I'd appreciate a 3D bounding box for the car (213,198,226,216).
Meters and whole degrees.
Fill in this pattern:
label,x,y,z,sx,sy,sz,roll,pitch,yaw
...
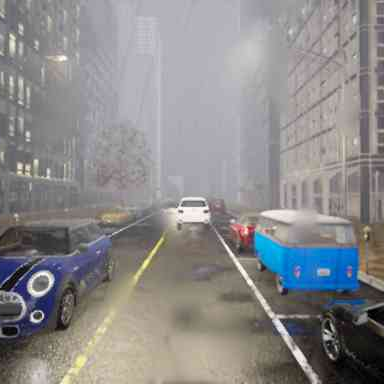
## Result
label,x,y,z,sx,sy,sz,roll,pitch,yaw
car,2.662,1.625,37.110,2.192,1.841,5.009,0,0,0

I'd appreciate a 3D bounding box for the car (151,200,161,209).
label,x,y,z,sx,sy,sz,roll,pitch,yaw
car,-5.734,1.996,54.189,2.008,1.369,4.403,0,0,0

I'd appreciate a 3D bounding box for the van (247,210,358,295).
label,x,y,z,sx,sy,sz,roll,pitch,yaw
van,2.686,1.417,8.651,1.690,1.788,3.998,0,0,0

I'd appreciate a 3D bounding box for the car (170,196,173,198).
label,x,y,z,sx,sy,sz,roll,pitch,yaw
car,-5.749,2.155,71.264,1.802,1.307,4.206,0,0,0

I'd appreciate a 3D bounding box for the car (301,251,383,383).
label,x,y,z,sx,sy,sz,roll,pitch,yaw
car,2.691,1.593,2.956,1.947,1.339,4.313,0,0,0

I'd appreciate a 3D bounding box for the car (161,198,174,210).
label,x,y,z,sx,sy,sz,roll,pitch,yaw
car,-3.122,1.975,49.760,1.994,1.385,4.181,0,-1,0

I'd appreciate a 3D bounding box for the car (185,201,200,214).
label,x,y,z,sx,sy,sz,roll,pitch,yaw
car,0.060,1.874,41.903,1.812,1.442,4.674,0,0,0

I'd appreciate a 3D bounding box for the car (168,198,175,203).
label,x,y,z,sx,sy,sz,roll,pitch,yaw
car,-5.769,2.283,94.034,1.887,1.381,4.507,0,0,0

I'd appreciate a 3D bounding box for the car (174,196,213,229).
label,x,y,z,sx,sy,sz,roll,pitch,yaw
car,0.074,1.421,23.401,2.150,2.045,5.566,0,0,-1

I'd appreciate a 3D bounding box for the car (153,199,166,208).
label,x,y,z,sx,sy,sz,roll,pitch,yaw
car,-5.740,2.054,59.881,1.947,1.339,4.313,0,0,0

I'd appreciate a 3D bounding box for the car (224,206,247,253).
label,x,y,z,sx,sy,sz,roll,pitch,yaw
car,2.681,1.565,14.341,1.967,1.590,4.097,0,0,0

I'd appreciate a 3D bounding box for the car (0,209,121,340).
label,x,y,z,sx,sy,sz,roll,pitch,yaw
car,-3.106,1.414,6.974,2.097,1.767,4.553,0,0,0

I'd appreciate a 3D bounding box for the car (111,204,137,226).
label,x,y,z,sx,sy,sz,roll,pitch,yaw
car,-5.710,1.743,25.557,1.752,1.417,4.829,0,0,0

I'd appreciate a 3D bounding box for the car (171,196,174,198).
label,x,y,z,sx,sy,sz,roll,pitch,yaw
car,-5.760,2.207,82.650,2.008,1.369,4.403,0,0,0

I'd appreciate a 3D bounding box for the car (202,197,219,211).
label,x,y,z,sx,sy,sz,roll,pitch,yaw
car,2.652,1.715,48.495,2.192,1.841,5.009,0,0,0

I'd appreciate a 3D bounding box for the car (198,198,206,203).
label,x,y,z,sx,sy,sz,roll,pitch,yaw
car,2.616,2.262,88.336,1.947,1.339,4.313,0,0,0

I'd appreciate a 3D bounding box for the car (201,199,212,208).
label,x,y,z,sx,sy,sz,roll,pitch,yaw
car,2.641,2.014,60.046,1.752,1.417,4.829,0,0,0

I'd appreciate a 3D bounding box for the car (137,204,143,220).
label,x,y,z,sx,sy,sz,roll,pitch,yaw
car,-5.715,1.816,31.421,2.008,1.369,4.403,0,0,0
